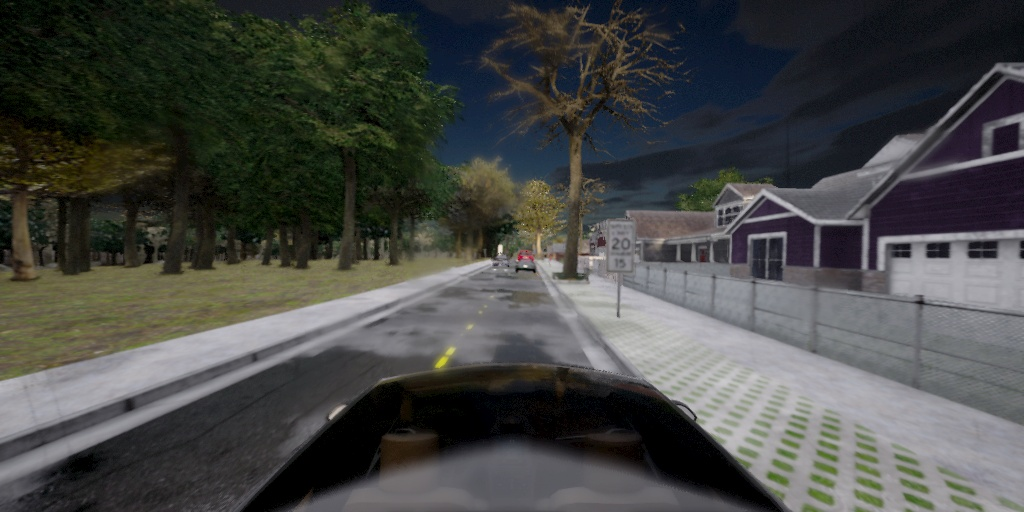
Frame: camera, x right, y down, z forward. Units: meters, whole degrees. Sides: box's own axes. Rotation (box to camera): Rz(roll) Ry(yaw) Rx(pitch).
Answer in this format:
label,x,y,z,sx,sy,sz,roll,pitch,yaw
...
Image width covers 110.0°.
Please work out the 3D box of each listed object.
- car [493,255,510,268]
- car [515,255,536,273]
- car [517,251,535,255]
label,x,y,z,sx,sy,sz,roll,pitch,yaw
car,-1.181,0.561,42.728,2.033,1.411,5.357,2,1,2
car,1.338,0.878,35.315,1.994,1.385,4.181,2,1,2
car,1.784,0.327,47.003,2.150,2.045,5.566,2,2,3
